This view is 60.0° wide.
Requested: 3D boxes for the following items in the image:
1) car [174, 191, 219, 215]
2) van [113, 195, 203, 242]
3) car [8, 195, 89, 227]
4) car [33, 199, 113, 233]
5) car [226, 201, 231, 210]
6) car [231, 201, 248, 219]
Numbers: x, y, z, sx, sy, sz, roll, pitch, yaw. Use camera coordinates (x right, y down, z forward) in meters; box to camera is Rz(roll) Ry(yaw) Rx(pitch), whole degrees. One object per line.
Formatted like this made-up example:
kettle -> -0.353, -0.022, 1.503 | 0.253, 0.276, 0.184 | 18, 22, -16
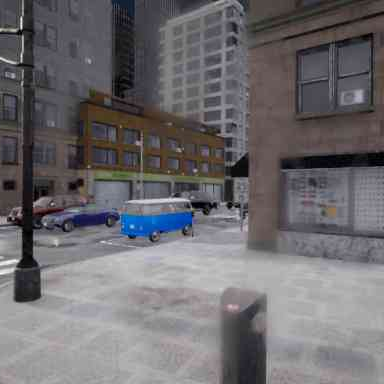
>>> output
car -> -0.405, 0.924, 27.082 | 2.150, 2.045, 5.566 | 0, 1, 35
van -> -1.439, 1.208, 15.451 | 1.690, 1.788, 3.998 | 1, 1, 35
car -> -8.399, 1.123, 20.372 | 2.192, 1.841, 5.009 | 1, 1, 35
car -> -6.177, 1.351, 18.926 | 1.812, 1.442, 4.674 | 0, 1, 35
car -> 5.458, 1.178, 35.369 | 1.895, 1.301, 4.718 | 1, 1, 36
car -> 5.036, 1.280, 24.614 | 2.008, 1.369, 4.403 | 1, 1, 35
